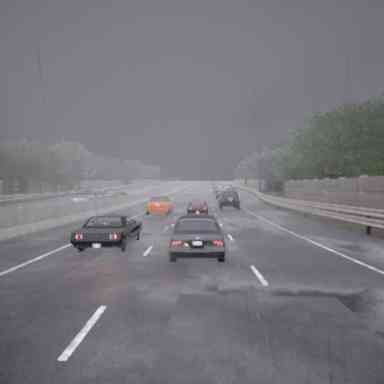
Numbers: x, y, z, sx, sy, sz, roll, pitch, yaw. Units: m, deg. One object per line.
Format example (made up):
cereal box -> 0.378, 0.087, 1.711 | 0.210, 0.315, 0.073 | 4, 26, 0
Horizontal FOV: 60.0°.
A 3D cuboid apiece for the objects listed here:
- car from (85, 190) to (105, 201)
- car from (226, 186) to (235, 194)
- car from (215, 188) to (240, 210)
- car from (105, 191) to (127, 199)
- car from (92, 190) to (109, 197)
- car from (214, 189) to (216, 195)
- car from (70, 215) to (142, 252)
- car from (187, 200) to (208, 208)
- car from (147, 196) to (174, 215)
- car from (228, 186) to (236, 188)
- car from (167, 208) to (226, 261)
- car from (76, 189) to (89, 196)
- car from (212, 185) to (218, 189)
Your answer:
car -> -16.098, 0.811, 57.059 | 1.895, 1.301, 4.718 | 0, 2, 3
car -> 10.109, -0.568, 87.610 | 2.097, 1.767, 4.553 | 0, 2, 3
car -> 4.163, 0.884, 37.865 | 2.150, 2.045, 5.566 | 0, 1, 2
car -> -12.618, 0.568, 56.649 | 2.097, 1.767, 4.553 | 0, 2, 3
car -> -18.937, 0.374, 69.090 | 1.895, 1.301, 4.718 | 0, 2, 3
car -> 4.977, 0.673, 57.295 | 1.837, 1.490, 4.892 | 0, 2, 3
car -> -3.293, 1.582, 13.822 | 1.895, 1.301, 4.718 | 0, 0, 1
car -> 0.551, 1.421, 30.793 | 1.895, 1.301, 4.718 | 0, 1, 2
car -> -2.931, 1.164, 31.325 | 2.097, 1.767, 4.553 | 0, 1, 2
car -> 9.439, -0.316, 77.673 | 2.150, 2.045, 5.566 | 0, 2, 5
car -> 0.184, 1.533, 12.153 | 2.033, 1.411, 5.357 | 0, 0, 1
car -> -21.898, 0.063, 67.543 | 2.033, 1.411, 5.357 | 0, 2, 0
car -> 6.298, -0.171, 81.977 | 1.882, 1.535, 5.008 | 0, 2, 3
